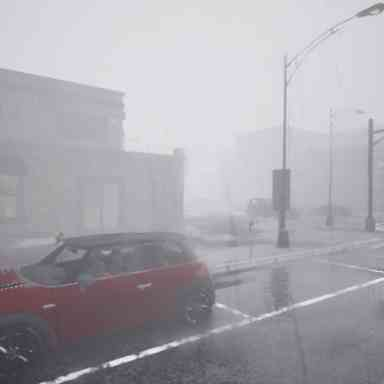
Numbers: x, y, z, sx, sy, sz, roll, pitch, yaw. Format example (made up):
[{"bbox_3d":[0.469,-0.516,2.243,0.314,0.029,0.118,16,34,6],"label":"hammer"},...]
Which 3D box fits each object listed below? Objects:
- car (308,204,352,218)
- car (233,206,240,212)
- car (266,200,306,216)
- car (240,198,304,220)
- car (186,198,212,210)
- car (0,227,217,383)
[{"bbox_3d":[13.732,1.830,33.197,1.947,1.339,4.313,0,-1,-35],"label":"car"},{"bbox_3d":[7.312,1.897,42.455,1.752,1.417,4.829,0,-1,-35],"label":"car"},{"bbox_3d":[10.571,1.757,37.758,1.967,1.590,4.097,0,-1,-35],"label":"car"},{"bbox_3d":[6.847,1.442,28.425,2.192,1.841,5.009,1,-1,-35],"label":"car"},{"bbox_3d":[1.086,1.790,51.436,2.192,1.841,5.009,0,-1,-35],"label":"car"},{"bbox_3d":[-1.640,1.442,5.372,4.097,1.590,1.967,0,1,-35],"label":"car"}]
